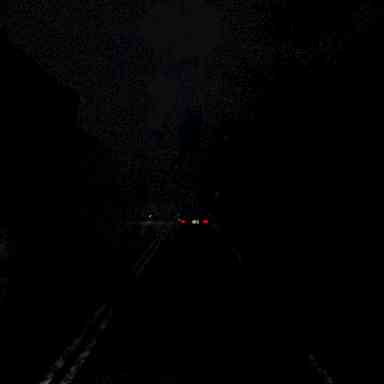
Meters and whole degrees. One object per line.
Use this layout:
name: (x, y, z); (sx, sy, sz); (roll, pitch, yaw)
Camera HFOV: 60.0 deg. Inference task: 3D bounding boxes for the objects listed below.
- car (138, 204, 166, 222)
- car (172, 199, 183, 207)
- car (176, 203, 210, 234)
car: (-3.302, 1.729, 28.259); (1.994, 1.385, 4.181); (0, -1, 0)
car: (-2.998, 2.296, 70.479); (2.097, 1.767, 4.553); (0, -1, 0)
car: (0.123, 1.633, 19.910); (2.033, 1.411, 5.357); (0, 0, 0)
